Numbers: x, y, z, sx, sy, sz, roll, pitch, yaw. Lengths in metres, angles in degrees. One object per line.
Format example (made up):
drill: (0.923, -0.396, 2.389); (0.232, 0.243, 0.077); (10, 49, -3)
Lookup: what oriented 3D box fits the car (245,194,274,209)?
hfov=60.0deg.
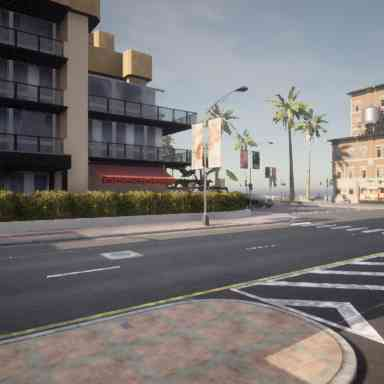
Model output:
car: (8.708, 1.225, 46.248); (2.150, 2.045, 5.566); (0, 0, -35)

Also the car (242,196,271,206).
car: (10.785, 1.505, 55.846); (1.837, 1.490, 4.892); (0, 0, -35)
